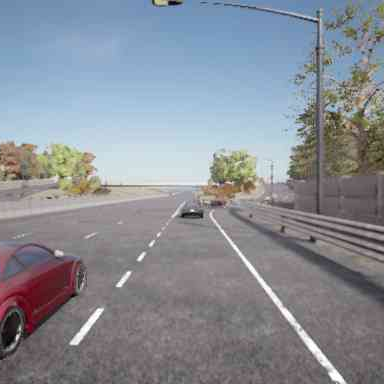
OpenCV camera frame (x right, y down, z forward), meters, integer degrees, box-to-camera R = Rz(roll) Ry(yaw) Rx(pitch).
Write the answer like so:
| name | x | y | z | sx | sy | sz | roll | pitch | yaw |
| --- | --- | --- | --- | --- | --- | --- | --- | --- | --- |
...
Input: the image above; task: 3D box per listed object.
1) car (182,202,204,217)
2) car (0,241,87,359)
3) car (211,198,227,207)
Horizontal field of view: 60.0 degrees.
| name | x | y | z | sx | sy | sz | roll | pitch | yaw |
| --- | --- | --- | --- | --- | --- | --- | --- | --- | --- |
| car | 0.101 | 1.573 | 30.875 | 1.994 | 1.385 | 4.181 | 0 | 0 | 2 |
| car | -3.401 | 1.564 | 5.974 | 1.994 | 1.385 | 4.181 | 0 | 0 | 0 |
| car | 4.703 | 1.789 | 57.069 | 1.882 | 1.535 | 5.008 | 0 | -1 | 18 |
